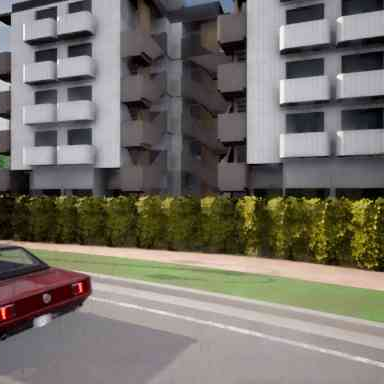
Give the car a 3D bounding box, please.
[{"bbox_3d":[-4.158,1.601,5.895,4.718,1.301,1.895,0,0,27],"label":"car"}]
